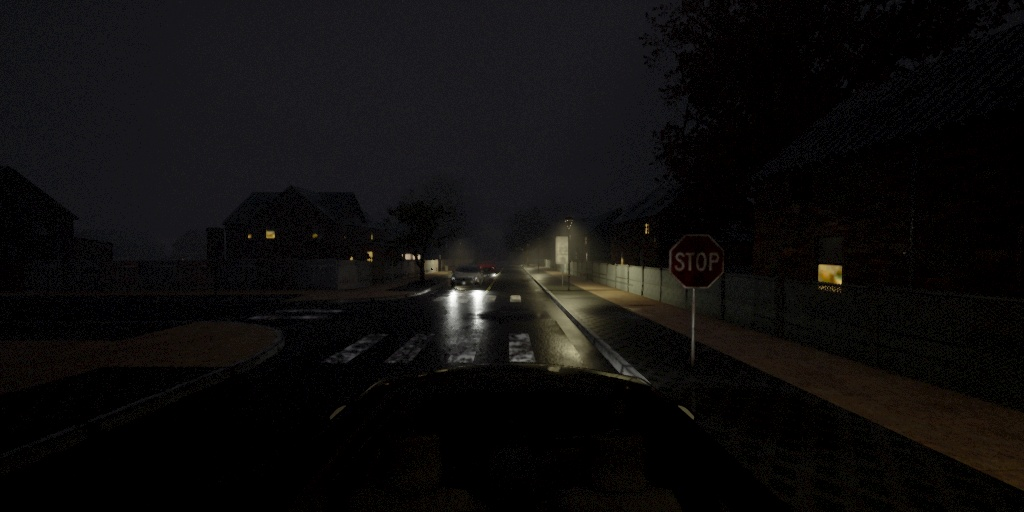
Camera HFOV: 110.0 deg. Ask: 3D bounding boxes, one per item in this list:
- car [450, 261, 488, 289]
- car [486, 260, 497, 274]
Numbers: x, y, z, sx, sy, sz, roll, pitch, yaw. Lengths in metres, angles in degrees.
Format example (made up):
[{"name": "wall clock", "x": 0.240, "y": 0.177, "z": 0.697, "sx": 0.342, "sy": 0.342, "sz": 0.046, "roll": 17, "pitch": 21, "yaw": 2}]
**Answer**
[{"name": "car", "x": -2.796, "y": 1.288, "z": 23.151, "sx": 1.812, "sy": 1.442, "sz": 4.674, "roll": 0, "pitch": 0, "yaw": 0}, {"name": "car", "x": -2.841, "y": 1.268, "z": 42.670, "sx": 1.882, "sy": 1.535, "sz": 5.008, "roll": 0, "pitch": 0, "yaw": 0}]
